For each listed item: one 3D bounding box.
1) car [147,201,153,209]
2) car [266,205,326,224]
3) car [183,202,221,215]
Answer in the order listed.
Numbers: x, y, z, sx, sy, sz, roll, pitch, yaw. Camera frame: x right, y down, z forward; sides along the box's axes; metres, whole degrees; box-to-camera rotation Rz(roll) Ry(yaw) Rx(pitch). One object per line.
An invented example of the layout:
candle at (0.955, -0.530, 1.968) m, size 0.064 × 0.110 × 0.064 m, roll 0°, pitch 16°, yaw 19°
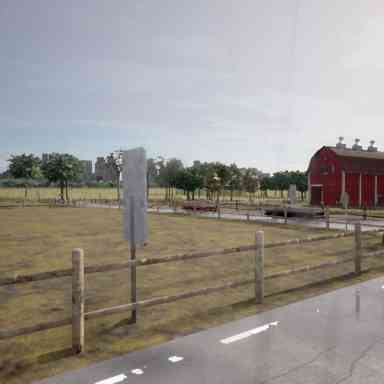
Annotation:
car at (-7.392, 1.746, 48.224) m, size 1.812 × 1.442 × 4.674 m, roll -1°, pitch 0°, yaw -35°
car at (8.177, 1.670, 26.192) m, size 1.895 × 1.301 × 4.718 m, roll -1°, pitch 1°, yaw -36°
car at (0.995, 1.708, 36.318) m, size 1.895 × 1.301 × 4.718 m, roll -1°, pitch 0°, yaw -35°
